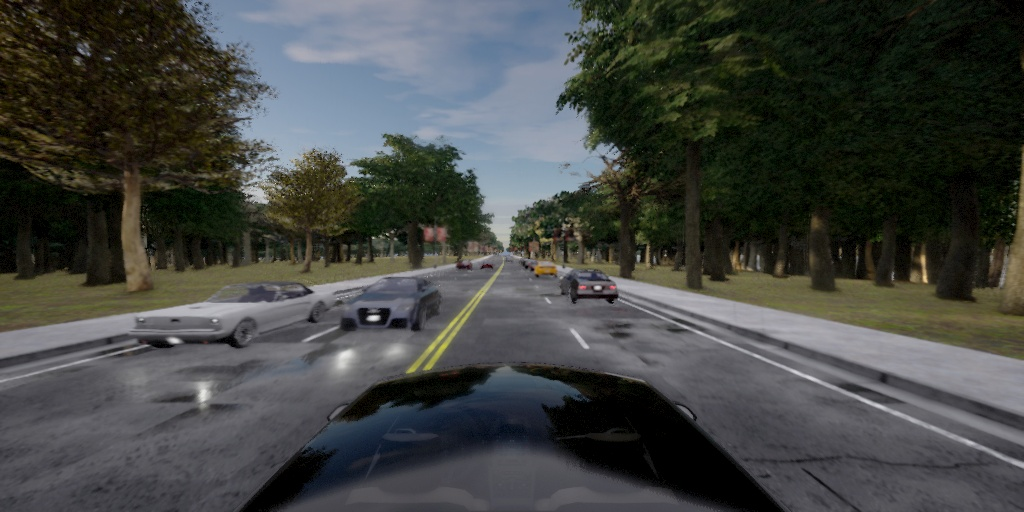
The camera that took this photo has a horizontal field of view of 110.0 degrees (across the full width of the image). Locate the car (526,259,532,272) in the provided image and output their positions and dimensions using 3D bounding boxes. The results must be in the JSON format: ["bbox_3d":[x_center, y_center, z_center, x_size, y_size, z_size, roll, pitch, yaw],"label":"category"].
[{"bbox_3d":[3.144,1.354,45.725,1.895,1.301,4.718,0,0,0],"label":"car"}]

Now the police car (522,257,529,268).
[{"bbox_3d":[3.061,1.246,56.706,2.038,1.542,4.974,0,0,0],"label":"police car"}]

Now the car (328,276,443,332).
[{"bbox_3d":[-3.350,1.313,10.689,1.994,1.385,4.181,0,0,0],"label":"car"}]

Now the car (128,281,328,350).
[{"bbox_3d":[-6.600,1.350,9.223,1.895,1.301,4.718,0,0,0],"label":"car"}]

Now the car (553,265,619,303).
[{"bbox_3d":[3.346,1.297,16.494,2.033,1.411,5.357,0,0,0],"label":"car"}]

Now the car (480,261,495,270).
[{"bbox_3d":[-3.468,1.350,51.230,1.895,1.301,4.718,0,0,0],"label":"car"}]

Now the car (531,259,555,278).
[{"bbox_3d":[3.203,1.233,34.683,1.882,1.535,5.008,0,0,0],"label":"car"}]

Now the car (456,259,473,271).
[{"bbox_3d":[-6.715,1.228,50.737,1.882,1.535,5.008,0,0,0],"label":"car"}]
